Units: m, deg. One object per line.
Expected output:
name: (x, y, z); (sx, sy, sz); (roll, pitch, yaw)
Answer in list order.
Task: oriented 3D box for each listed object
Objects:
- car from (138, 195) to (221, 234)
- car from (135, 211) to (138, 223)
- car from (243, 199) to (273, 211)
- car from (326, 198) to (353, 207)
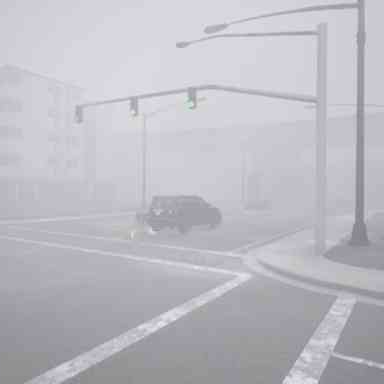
car: (-0.338, 1.214, 19.476); (2.150, 2.045, 5.566); (1, 0, 32)
car: (-1.964, 1.431, 23.635); (1.882, 1.535, 5.008); (1, 0, 32)
car: (7.944, 1.504, 39.518); (2.033, 1.411, 5.357); (0, 0, 33)
car: (21.568, 1.521, 49.714); (4.718, 1.301, 1.895); (0, 0, -17)
